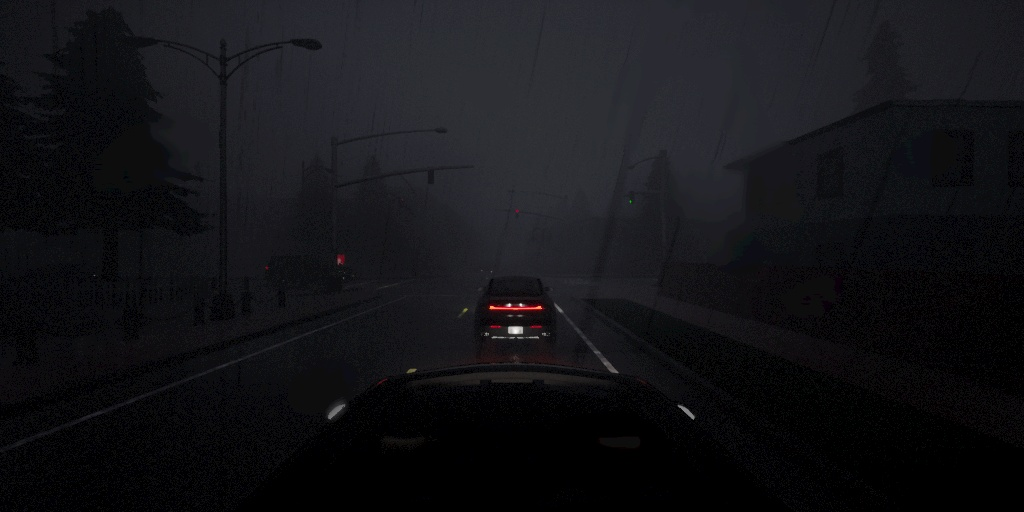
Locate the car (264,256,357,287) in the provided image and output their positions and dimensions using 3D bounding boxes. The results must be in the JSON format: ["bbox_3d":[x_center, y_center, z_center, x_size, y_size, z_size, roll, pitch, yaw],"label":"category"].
[{"bbox_3d":[-13.520,0.986,24.189,5.566,2.045,2.150,0,0,-2],"label":"car"}]

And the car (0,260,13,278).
[{"bbox_3d":[-41.746,1.270,27.105,4.892,1.490,1.837,0,0,-2],"label":"car"}]

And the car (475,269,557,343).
[{"bbox_3d":[0.092,1.255,9.684,1.837,1.490,4.892,0,0,0],"label":"car"}]

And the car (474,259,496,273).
[{"bbox_3d":[-3.505,1.297,44.399,2.033,1.411,5.357,0,0,0],"label":"car"}]

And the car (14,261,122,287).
[{"bbox_3d":[-28.938,1.257,23.773,4.902,1.511,2.128,0,0,-1],"label":"car"}]

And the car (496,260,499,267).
[{"bbox_3d":[-3.475,1.241,54.581,2.128,1.511,4.902,0,0,0],"label":"car"}]

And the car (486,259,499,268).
[{"bbox_3d":[-3.407,1.297,65.038,2.033,1.411,5.357,0,0,1],"label":"car"}]
